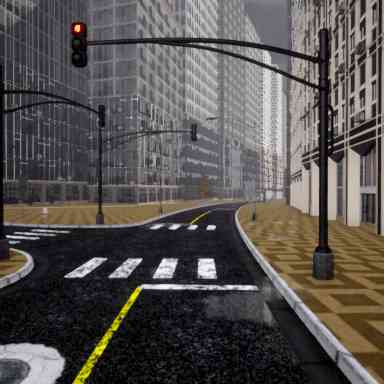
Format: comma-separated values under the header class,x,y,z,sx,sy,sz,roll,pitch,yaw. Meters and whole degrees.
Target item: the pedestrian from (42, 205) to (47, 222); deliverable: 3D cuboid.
class,x,y,z,sx,sy,sz,roll,pitch,yaw
pedestrian,-9.297,1.344,21.052,0.500,1.100,0.500,0,0,17
